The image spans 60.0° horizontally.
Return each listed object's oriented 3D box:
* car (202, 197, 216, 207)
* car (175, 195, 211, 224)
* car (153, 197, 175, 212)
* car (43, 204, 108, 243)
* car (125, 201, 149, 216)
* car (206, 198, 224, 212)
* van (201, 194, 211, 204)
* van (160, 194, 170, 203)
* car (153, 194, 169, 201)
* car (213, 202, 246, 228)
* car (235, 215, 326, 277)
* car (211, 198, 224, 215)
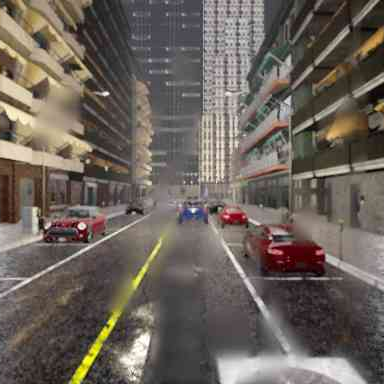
[{"bbox_3d":[2.545,1.517,49.744,1.887,1.381,4.507,0,0,0],"label":"car"},{"bbox_3d":[0.087,1.326,24.895,2.097,1.767,4.553,0,0,0],"label":"car"},{"bbox_3d":[-2.864,1.569,37.440,1.895,1.301,4.718,0,0,0],"label":"car"},{"bbox_3d":[-5.317,1.421,15.596,1.967,1.590,4.097,0,0,0],"label":"car"},{"bbox_3d":[-5.327,1.535,32.666,1.947,1.339,4.313,0,0,0],"label":"car"},{"bbox_3d":[2.550,1.494,38.537,1.752,1.417,4.829,0,0,0],"label":"car"},{"bbox_3d":[2.540,1.323,61.124,1.690,1.788,3.998,0,0,0],"label":"van"},{"bbox_3d":[-5.344,1.330,66.805,1.690,1.788,3.998,0,0,0],"label":"van"},{"bbox_3d":[-5.338,1.416,55.425,1.967,1.590,4.097,0,0,0],"label":"car"},{"bbox_3d":[2.559,1.558,21.296,1.802,1.307,4.206,0,0,0],"label":"car"},{"bbox_3d":[2.565,1.569,9.918,1.802,1.307,4.206,0,0,0],"label":"car"},{"bbox_3d":[2.553,1.535,32.676,1.947,1.339,4.313,0,0,0],"label":"car"}]
